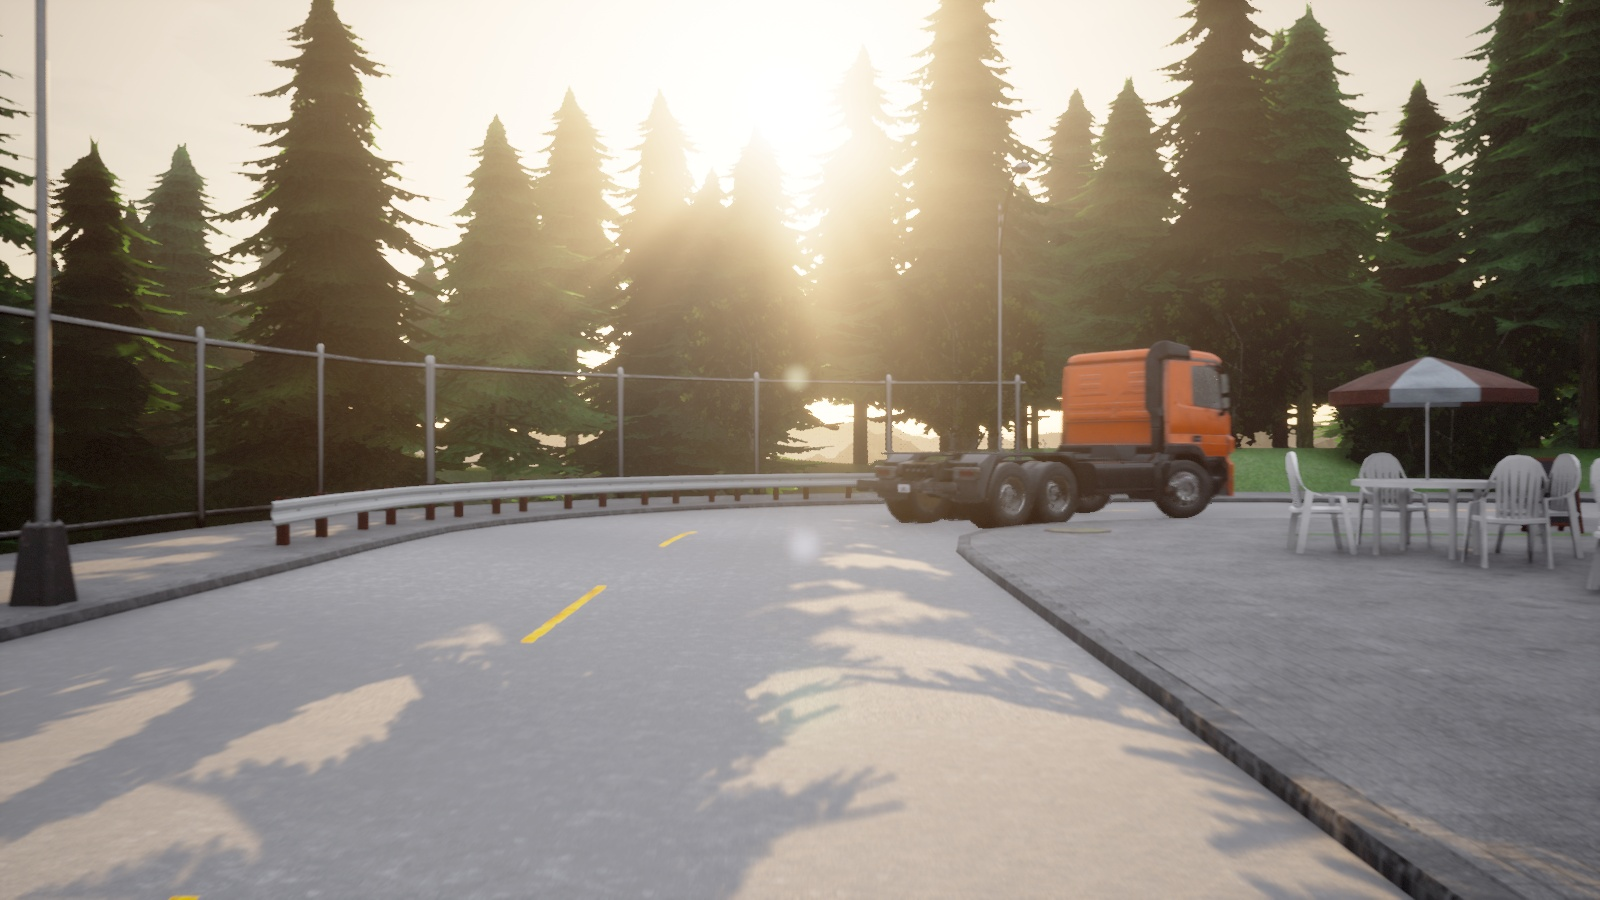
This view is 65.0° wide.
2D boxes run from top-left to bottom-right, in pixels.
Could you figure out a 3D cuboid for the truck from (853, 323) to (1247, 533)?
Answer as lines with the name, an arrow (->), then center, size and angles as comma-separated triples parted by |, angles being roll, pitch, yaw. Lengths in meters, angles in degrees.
truck -> 5.013, -0.367, 24.203 | 7.936, 3.462, 2.891 | 0, 0, -37
